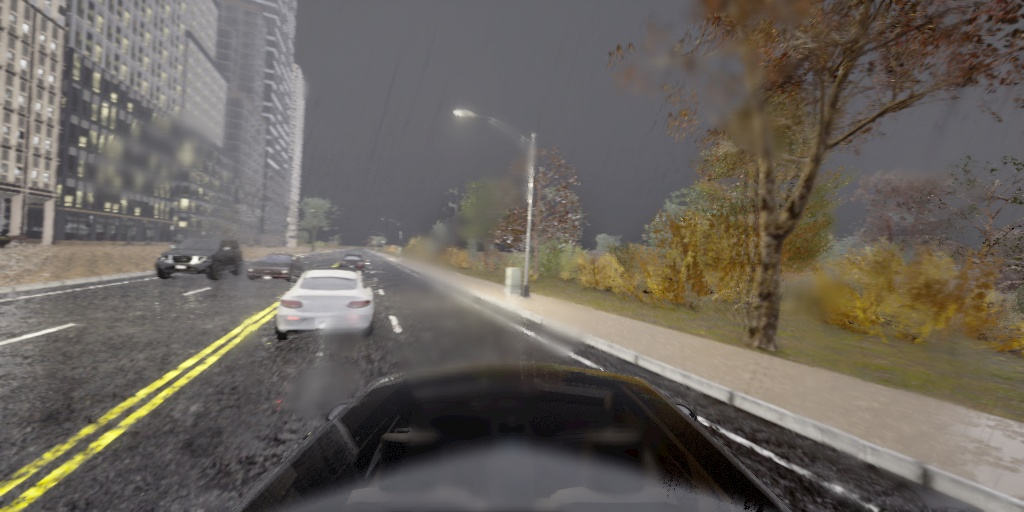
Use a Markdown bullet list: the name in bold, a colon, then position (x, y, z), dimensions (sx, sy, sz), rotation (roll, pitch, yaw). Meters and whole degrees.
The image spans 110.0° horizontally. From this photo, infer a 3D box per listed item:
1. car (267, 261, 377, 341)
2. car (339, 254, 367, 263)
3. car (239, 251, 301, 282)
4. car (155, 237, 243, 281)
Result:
- **car**: position (-4.404, 1.023, 8.853), dimensions (1.812, 1.442, 4.674), rotation (3, 0, -23)
- **car**: position (-12.360, 0.579, 27.819), dimensions (1.812, 1.442, 4.674), rotation (3, 0, -23)
- **car**: position (-12.578, 0.577, 19.442), dimensions (2.033, 1.411, 5.357), rotation (3, 0, -23)
- **car**: position (-15.619, 0.068, 18.357), dimensions (2.150, 2.045, 5.566), rotation (3, 0, -23)
